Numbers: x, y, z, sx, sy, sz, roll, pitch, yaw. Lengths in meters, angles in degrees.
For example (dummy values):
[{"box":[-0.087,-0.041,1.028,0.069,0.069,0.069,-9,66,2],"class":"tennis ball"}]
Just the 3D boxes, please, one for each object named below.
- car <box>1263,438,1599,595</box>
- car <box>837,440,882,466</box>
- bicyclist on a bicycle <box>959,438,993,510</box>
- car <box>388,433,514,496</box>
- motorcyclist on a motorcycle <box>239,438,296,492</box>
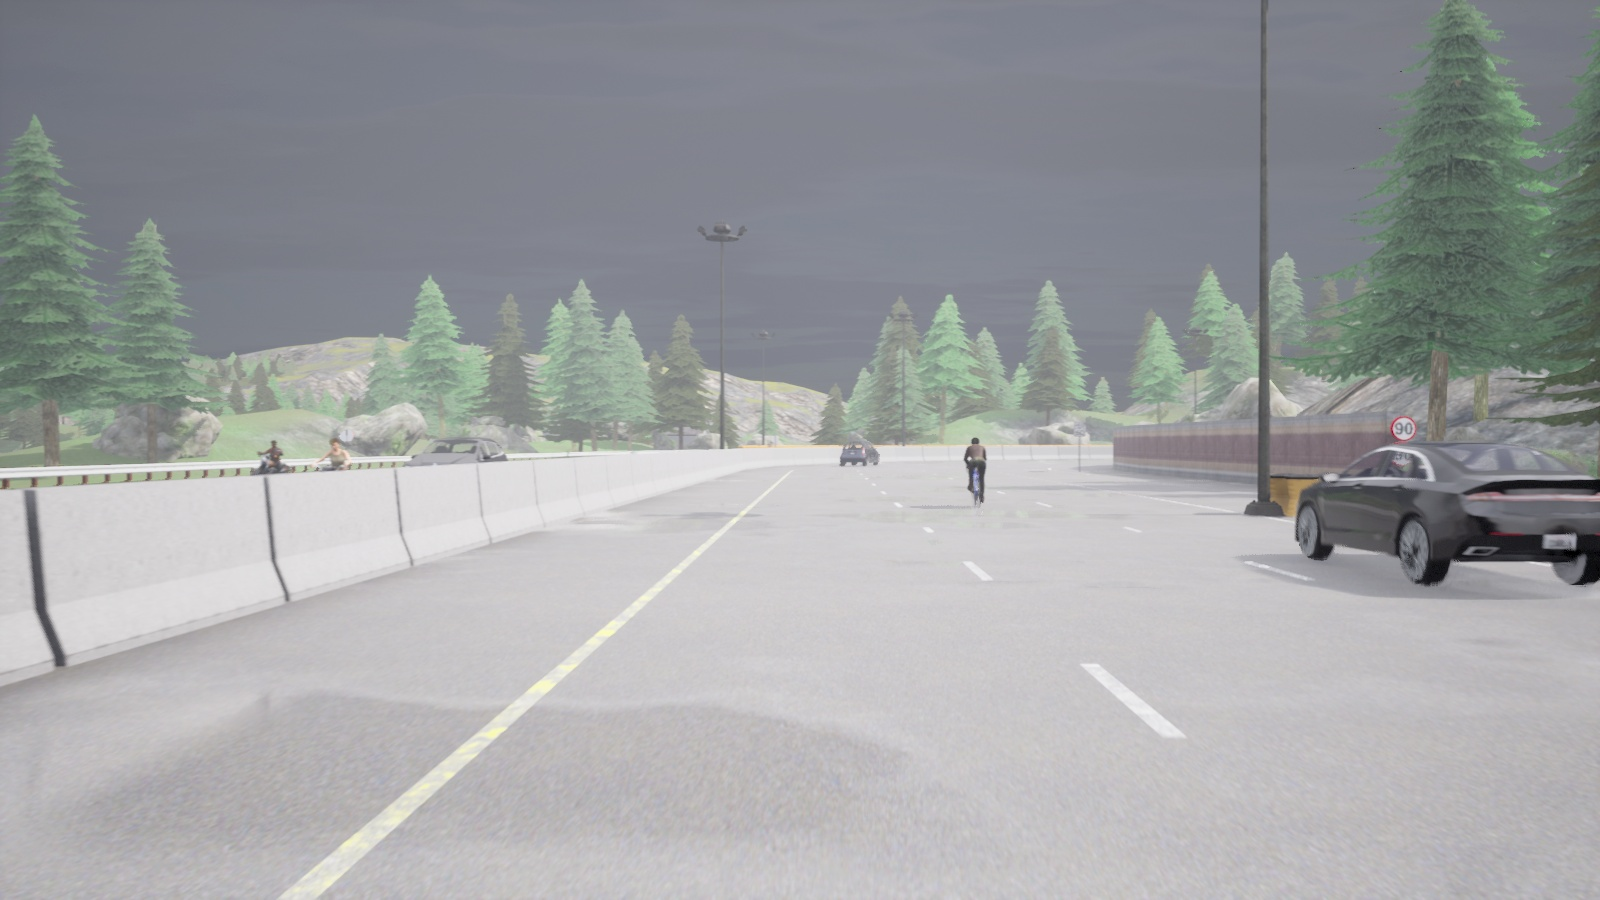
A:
[{"box":[7.307,0.628,14.594,2.128,1.511,4.902,0,0,1],"class":"car"},{"box":[3.848,0.195,80.321,1.851,1.617,3.988,0,0,18],"class":"car"},{"box":[4.071,0.539,29.185,0.582,1.620,1.656,0,0,1],"class":"bicyclist on a bicycle"},{"box":[-9.813,0.379,35.745,2.242,1.667,4.611,0,0,1],"class":"car"},{"box":[-16.747,0.457,39.532,0.766,1.649,2.350,0,0,1],"class":"motorcyclist on a motorcycle"}]
